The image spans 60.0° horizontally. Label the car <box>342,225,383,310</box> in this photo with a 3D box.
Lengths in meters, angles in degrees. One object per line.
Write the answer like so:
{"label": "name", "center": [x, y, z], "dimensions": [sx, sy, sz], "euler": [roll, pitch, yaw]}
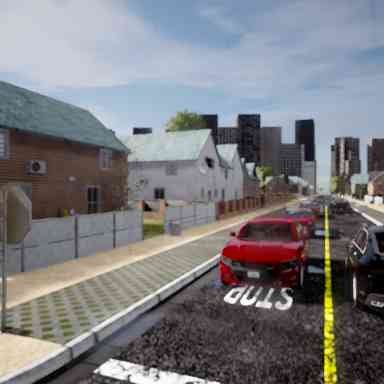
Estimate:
{"label": "car", "center": [4.523, 1.499, 7.414], "dimensions": [1.837, 1.490, 4.892], "euler": [0, 0, 22]}

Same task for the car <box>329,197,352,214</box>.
{"label": "car", "center": [15.724, 1.469, 35.118], "dimensions": [2.128, 1.511, 4.902], "euler": [0, 0, 23]}

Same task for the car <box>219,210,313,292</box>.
{"label": "car", "center": [2.232, 1.475, 9.352], "dimensions": [1.882, 1.535, 5.008], "euler": [0, 0, 22]}

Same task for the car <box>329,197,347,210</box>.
{"label": "car", "center": [19.557, 1.464, 44.752], "dimensions": [2.128, 1.511, 4.902], "euler": [0, 0, 22]}

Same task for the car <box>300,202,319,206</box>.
{"label": "car", "center": [10.475, 1.585, 29.788], "dimensions": [1.895, 1.301, 4.718], "euler": [0, 0, 22]}

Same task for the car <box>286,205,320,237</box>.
{"label": "car", "center": [5.834, 1.592, 18.290], "dimensions": [1.895, 1.301, 4.718], "euler": [0, 0, 22]}
